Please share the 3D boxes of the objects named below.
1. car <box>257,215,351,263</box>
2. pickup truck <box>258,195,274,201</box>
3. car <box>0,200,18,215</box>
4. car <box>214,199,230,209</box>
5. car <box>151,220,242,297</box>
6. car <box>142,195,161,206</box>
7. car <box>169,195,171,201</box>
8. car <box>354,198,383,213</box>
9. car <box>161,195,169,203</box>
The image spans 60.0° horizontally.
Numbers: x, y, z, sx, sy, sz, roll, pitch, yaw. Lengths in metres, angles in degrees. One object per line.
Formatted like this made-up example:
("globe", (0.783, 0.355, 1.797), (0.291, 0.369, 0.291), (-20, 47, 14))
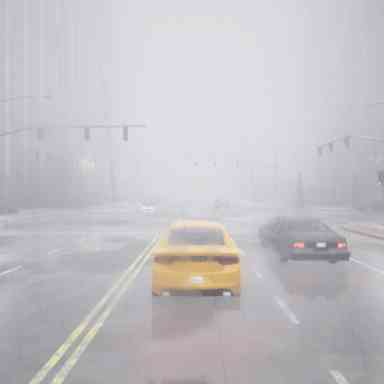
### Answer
("car", (3.667, 1.541, 11.876), (2.033, 1.411, 5.357), (0, 0, 1))
("pickup truck", (17.241, 1.017, 76.576), (2.390, 2.098, 6.274), (0, 0, 31))
("car", (-19.954, 1.546, 33.700), (4.181, 1.385, 1.994), (0, 0, 3))
("car", (3.958, 1.576, 44.480), (1.895, 1.301, 4.718), (0, 0, 0))
("car", (0.121, 1.473, 8.636), (1.882, 1.535, 5.008), (0, 0, 1))
("car", (-6.665, 1.463, 52.429), (2.128, 1.511, 4.902), (0, 0, 1))
("car", (-6.328, 1.446, 83.108), (1.837, 1.490, 4.892), (0, 0, 0))
("car", (20.473, 1.484, 36.609), (4.892, 1.490, 1.837), (0, 0, 1))
("car", (-6.453, 1.441, 68.444), (1.882, 1.535, 5.008), (0, 0, 1))
